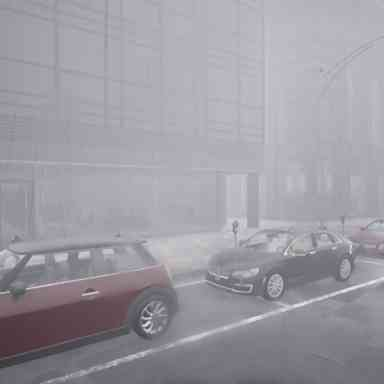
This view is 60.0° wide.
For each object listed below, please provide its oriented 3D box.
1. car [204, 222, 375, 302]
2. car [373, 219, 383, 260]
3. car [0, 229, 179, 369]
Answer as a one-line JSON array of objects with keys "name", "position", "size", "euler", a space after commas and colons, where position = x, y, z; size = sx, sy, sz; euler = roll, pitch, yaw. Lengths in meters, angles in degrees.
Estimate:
[{"name": "car", "position": [2.308, 1.550, 8.171], "size": [4.403, 1.369, 2.008], "euler": [0, 0, -35]}, {"name": "car", "position": [6.913, 1.580, 11.441], "size": [4.206, 1.307, 1.802], "euler": [0, 0, -35]}, {"name": "car", "position": [-2.298, 1.440, 4.901], "size": [4.097, 1.590, 1.967], "euler": [0, 0, -35]}]
